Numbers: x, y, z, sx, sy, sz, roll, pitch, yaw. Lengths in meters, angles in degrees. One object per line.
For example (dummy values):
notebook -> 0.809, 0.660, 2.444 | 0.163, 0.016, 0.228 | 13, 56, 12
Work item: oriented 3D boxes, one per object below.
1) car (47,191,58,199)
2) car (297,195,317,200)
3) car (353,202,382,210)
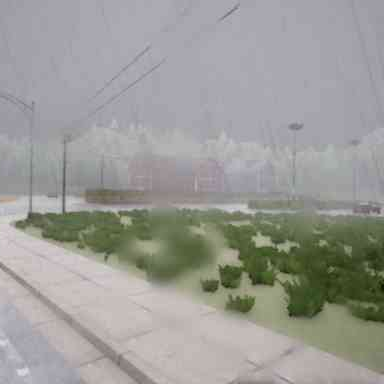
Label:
car -> -28.471, 0.576, 67.717 | 2.128, 1.511, 4.902 | 1, 0, -25
car -> 22.727, 1.713, 65.112 | 5.566, 2.045, 2.150 | 2, -1, -41
car -> 21.645, 1.972, 40.994 | 5.008, 1.535, 1.882 | 1, 0, -41
